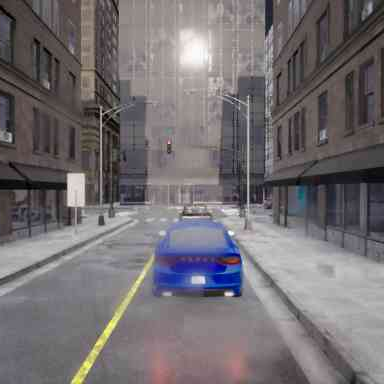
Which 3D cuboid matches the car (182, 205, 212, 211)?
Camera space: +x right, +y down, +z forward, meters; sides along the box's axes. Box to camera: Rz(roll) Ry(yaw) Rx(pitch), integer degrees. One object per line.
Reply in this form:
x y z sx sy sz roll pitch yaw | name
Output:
0.181 1.480 19.057 2.128 1.511 4.902 0 0 -1 | car

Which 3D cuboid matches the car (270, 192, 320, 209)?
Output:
12.780 1.057 41.670 5.566 2.045 2.150 0 0 0 | car

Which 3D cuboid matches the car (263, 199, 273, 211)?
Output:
10.555 1.222 38.423 4.553 1.767 2.097 0 0 0 | car

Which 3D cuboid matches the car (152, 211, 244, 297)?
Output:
0.125 1.473 8.611 1.882 1.535 5.008 0 0 0 | car
